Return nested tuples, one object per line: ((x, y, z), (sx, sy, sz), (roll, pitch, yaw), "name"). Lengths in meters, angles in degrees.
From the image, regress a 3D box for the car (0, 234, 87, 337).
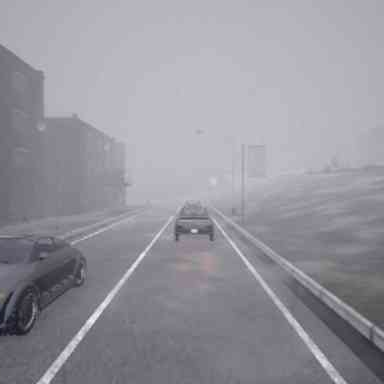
((-3.582, 1.562, 6.539), (1.994, 1.385, 4.181), (0, 0, 0), "car")

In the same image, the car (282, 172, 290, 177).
((22.091, -3.831, 73.079), (2.002, 1.452, 4.674), (0, 1, -2), "car")

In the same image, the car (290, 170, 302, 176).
((22.444, -3.770, 67.542), (2.097, 1.535, 5.008), (0, 1, -4), "car")

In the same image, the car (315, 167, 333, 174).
((23.533, -3.535, 56.346), (2.163, 1.488, 4.792), (0, 1, -6), "car")

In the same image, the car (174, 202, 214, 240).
((0.100, 1.487, 17.005), (2.128, 1.511, 4.902), (0, 0, 0), "car")

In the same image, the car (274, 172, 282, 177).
((21.858, -3.967, 78.621), (2.231, 1.521, 4.892), (0, 1, -1), "car")

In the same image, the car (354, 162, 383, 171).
((25.040, -3.363, 45.511), (2.231, 1.521, 4.892), (0, 1, -9), "car")

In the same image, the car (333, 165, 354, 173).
((24.235, -3.424, 50.872), (2.002, 1.452, 4.674), (0, 1, -7), "car")

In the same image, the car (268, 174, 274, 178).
((21.729, -4.045, 84.139), (2.231, 1.521, 4.892), (0, 1, -1), "car")

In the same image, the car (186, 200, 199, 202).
((0.099, 1.591, 38.174), (1.895, 1.301, 4.718), (0, 0, 0), "car")

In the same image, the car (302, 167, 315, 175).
((22.912, -3.794, 62.037), (2.185, 1.767, 4.553), (0, 1, -5), "car")
